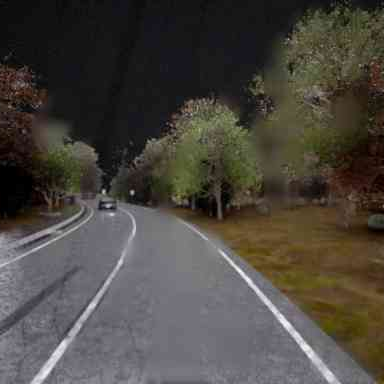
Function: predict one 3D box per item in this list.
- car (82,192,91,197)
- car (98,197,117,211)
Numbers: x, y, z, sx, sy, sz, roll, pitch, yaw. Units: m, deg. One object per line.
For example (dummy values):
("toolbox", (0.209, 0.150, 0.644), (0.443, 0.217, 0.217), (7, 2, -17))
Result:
("car", (-24.172, 0.721, 76.247), (1.812, 1.442, 4.674), (2, -1, -22))
("car", (-9.599, 1.323, 37.704), (2.128, 1.511, 4.902), (1, 0, -17))
